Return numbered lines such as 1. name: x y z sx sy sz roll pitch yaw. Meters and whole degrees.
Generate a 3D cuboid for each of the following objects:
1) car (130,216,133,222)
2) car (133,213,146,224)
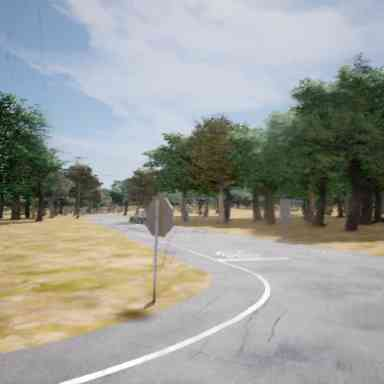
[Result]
1. car: -9.567 4.608 57.732 1.994 1.385 4.181 3 -4 -20
2. car: -7.285 4.054 51.692 2.097 1.767 4.553 2 -4 -19
